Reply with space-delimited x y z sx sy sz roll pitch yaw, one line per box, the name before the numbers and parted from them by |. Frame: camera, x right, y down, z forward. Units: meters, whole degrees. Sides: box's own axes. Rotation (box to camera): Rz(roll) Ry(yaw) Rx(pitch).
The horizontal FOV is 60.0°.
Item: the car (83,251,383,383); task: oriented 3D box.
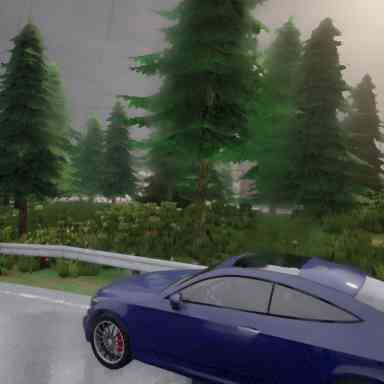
car | 0.753 1.499 4.100 4.674 1.442 1.812 1 1 31
